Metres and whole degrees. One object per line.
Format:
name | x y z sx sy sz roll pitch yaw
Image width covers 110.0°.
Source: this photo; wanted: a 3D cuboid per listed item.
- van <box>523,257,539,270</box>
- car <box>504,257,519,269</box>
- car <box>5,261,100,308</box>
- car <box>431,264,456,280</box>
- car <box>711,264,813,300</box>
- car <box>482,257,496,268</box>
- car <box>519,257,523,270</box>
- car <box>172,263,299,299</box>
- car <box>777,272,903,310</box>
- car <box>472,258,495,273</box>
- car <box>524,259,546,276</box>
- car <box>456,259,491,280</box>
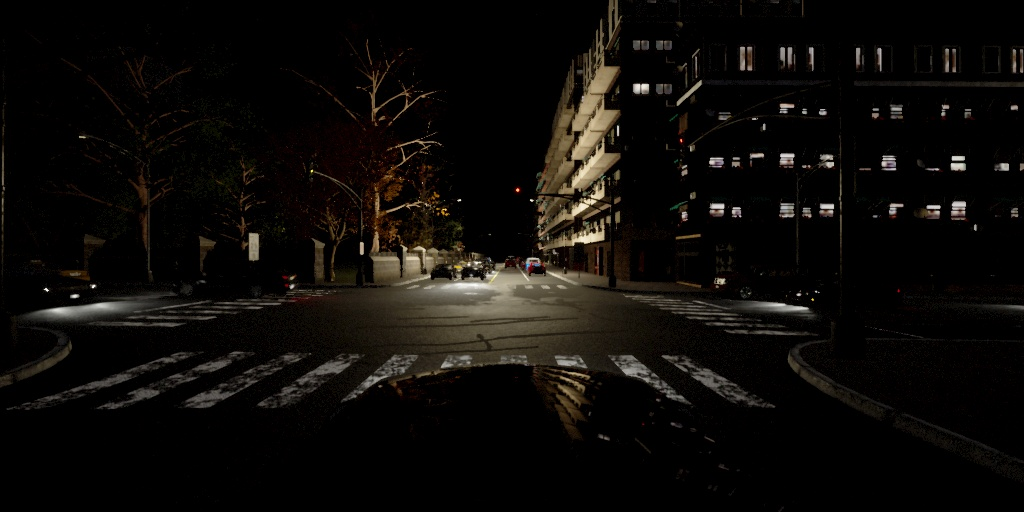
van | 2.472 1.115 42.541 1.690 1.789 3.998 0 0 0
car | -0.210 1.323 59.191 1.812 1.442 4.674 0 0 0
car | -18.225 0.996 12.736 5.357 1.411 2.033 1 0 -1
car | -5.847 1.329 31.235 1.948 1.339 4.313 0 0 0
car | 13.359 1.353 18.998 5.009 1.841 2.192 0 0 -1
car | -3.357 1.278 51.776 2.128 1.511 4.902 0 0 0
car | 2.411 1.229 53.801 1.967 1.591 4.097 0 0 0
car | -12.247 1.070 16.024 4.892 1.490 1.837 1 0 -1
car | 15.104 1.623 16.436 4.181 1.385 1.994 1 0 -1
car | -3.307 1.278 41.364 1.837 1.490 4.892 0 0 0
car | 2.503 1.314 36.910 1.888 1.381 4.507 0 0 0
car | -3.250 1.255 31.066 2.128 1.511 4.902 0 0 0
